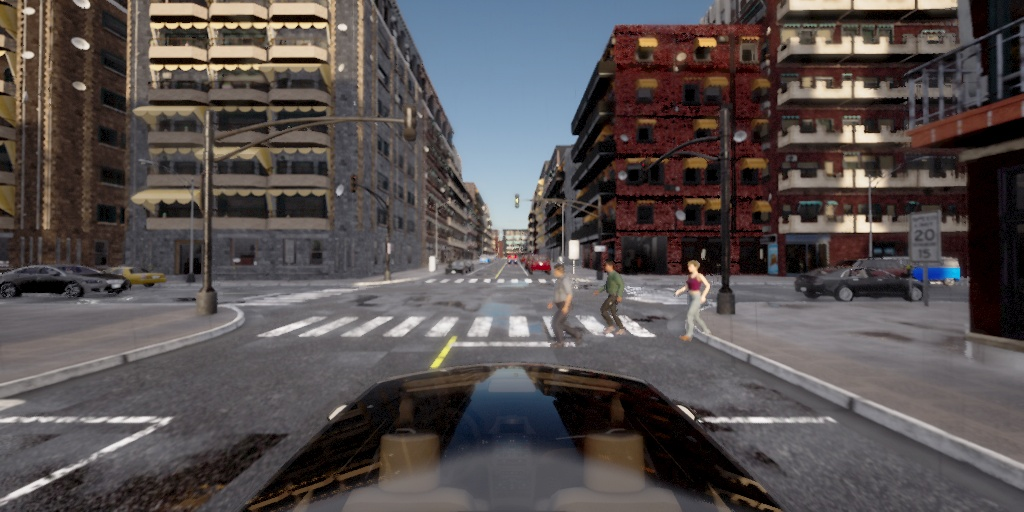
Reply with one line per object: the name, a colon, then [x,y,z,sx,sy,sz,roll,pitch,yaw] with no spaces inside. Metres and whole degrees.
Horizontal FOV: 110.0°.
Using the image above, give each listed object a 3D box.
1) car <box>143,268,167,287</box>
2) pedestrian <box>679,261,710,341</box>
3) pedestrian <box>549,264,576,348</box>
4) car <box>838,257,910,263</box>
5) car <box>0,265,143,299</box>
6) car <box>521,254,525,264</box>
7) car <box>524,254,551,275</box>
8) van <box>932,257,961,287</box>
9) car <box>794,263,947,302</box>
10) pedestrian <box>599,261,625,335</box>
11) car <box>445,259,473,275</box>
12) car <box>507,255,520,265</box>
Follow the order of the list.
car: [-24.416,1.270,22.261,4.829,1.417,1.751,0,0,0]
pedestrian: [4.156,0.994,8.159,0.375,1.860,0.375,1,-1,0]
pedestrian: [1.060,0.999,7.563,0.375,1.860,0.375,1,-1,0]
car: [18.845,0.943,19.640,4.553,1.767,2.097,0,-1,0]
car: [-21.015,1.157,16.843,4.902,1.511,2.128,0,-1,0]
car: [2.626,0.731,45.666,2.192,1.841,5.009,0,0,0]
car: [2.611,0.811,34.544,2.192,1.841,5.009,0,0,0]
van: [24.929,0.951,22.072,3.998,1.789,1.690,0,0,0]
car: [13.761,1.084,14.234,4.403,1.370,2.007,0,0,0]
pedestrian: [2.434,0.986,8.762,0.375,1.860,0.375,1,-1,0]
car: [-5.270,1.063,34.509,1.948,1.339,4.313,0,0,0]
car: [0.086,0.919,64.156,1.895,1.301,4.718,0,0,0]
